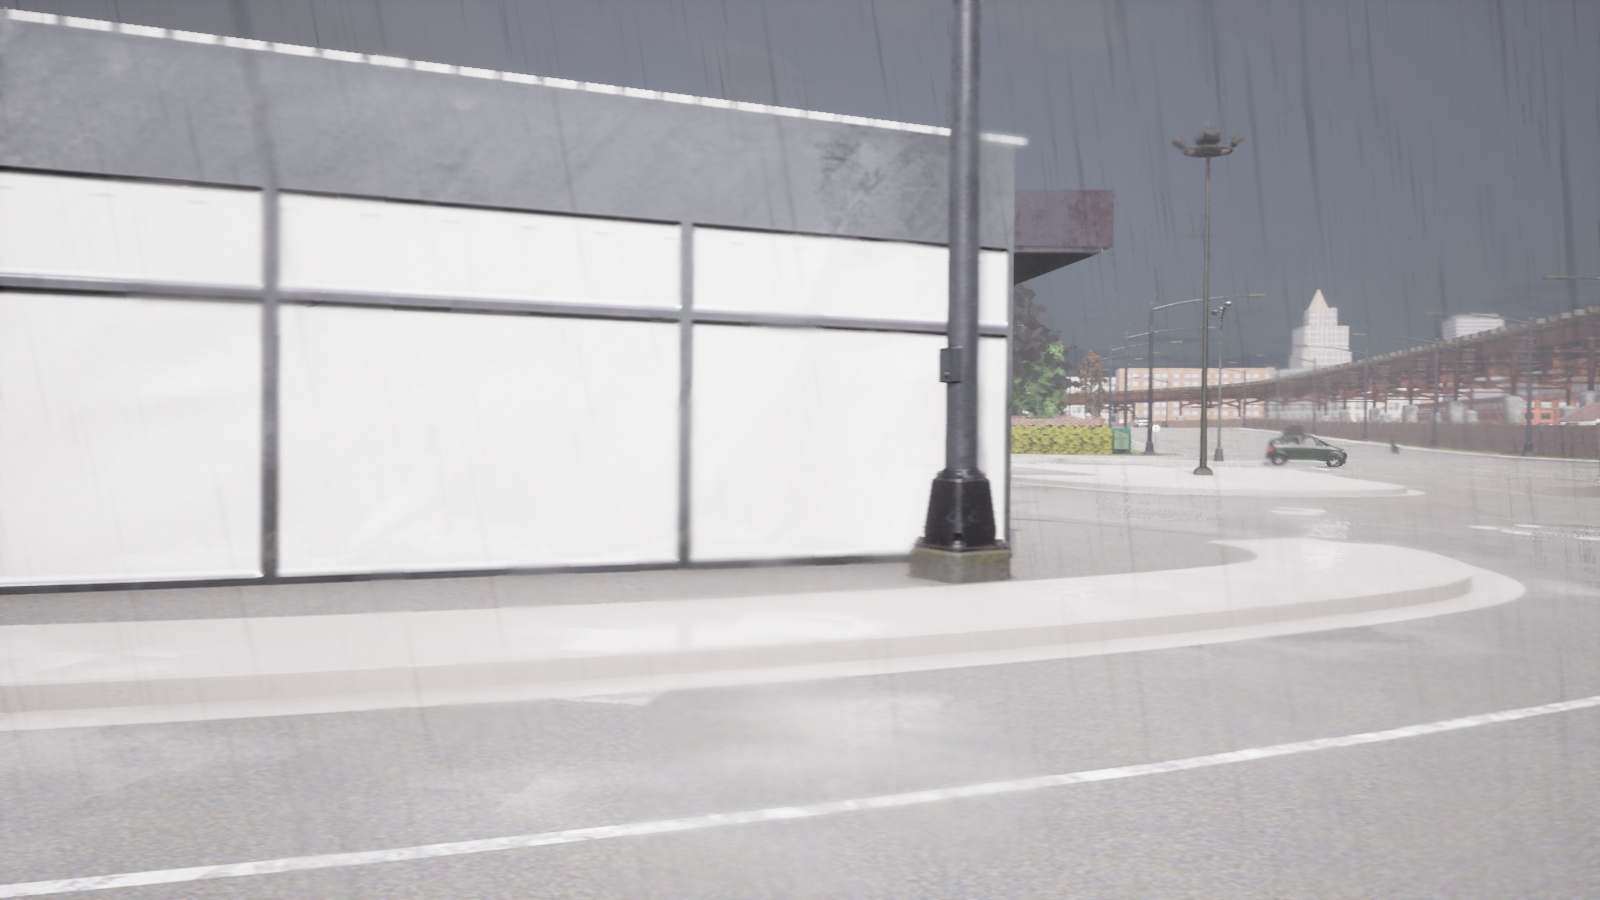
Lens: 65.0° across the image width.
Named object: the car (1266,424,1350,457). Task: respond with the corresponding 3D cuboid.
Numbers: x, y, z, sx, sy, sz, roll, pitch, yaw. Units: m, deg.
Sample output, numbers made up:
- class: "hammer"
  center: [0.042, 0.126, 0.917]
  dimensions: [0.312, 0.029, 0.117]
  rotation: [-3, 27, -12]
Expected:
- class: "car"
  center: [25.076, -0.461, 62.102]
  dimensions: [3.705, 1.549, 1.789]
  rotation: [0, 0, 18]
